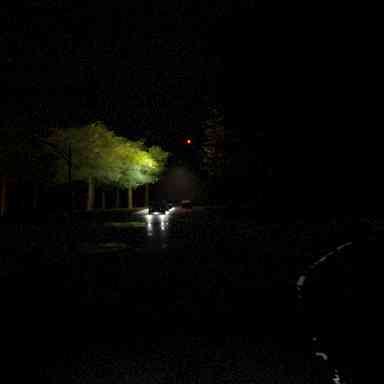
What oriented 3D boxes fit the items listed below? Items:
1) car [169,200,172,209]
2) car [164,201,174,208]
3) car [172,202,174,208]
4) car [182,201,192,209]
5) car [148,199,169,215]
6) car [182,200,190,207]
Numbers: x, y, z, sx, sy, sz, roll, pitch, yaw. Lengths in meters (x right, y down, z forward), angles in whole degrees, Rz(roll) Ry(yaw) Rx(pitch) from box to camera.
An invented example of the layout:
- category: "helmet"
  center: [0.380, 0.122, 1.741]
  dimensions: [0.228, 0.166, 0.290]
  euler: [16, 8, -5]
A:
- category: "car"
  center: [-4.353, 2.079, 49.051]
  dimensions: [1.812, 1.442, 4.674]
  euler: [0, -1, -1]
- category: "car"
  center: [-4.707, 2.565, 68.213]
  dimensions: [1.895, 1.301, 4.718]
  euler: [0, -2, -1]
- category: "car"
  center: [-4.545, 2.073, 57.983]
  dimensions: [2.097, 1.767, 4.553]
  euler: [0, -1, -1]
- category: "car"
  center: [-0.933, 2.382, 60.893]
  dimensions: [1.895, 1.301, 4.718]
  euler: [0, -1, -1]
- category: "car"
  center: [-4.153, 1.902, 40.058]
  dimensions: [1.837, 1.490, 4.892]
  euler: [0, -1, -1]
- category: "car"
  center: [-1.473, 2.824, 80.614]
  dimensions: [1.882, 1.535, 5.008]
  euler: [0, -2, -1]
